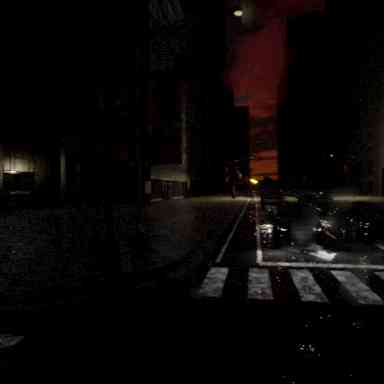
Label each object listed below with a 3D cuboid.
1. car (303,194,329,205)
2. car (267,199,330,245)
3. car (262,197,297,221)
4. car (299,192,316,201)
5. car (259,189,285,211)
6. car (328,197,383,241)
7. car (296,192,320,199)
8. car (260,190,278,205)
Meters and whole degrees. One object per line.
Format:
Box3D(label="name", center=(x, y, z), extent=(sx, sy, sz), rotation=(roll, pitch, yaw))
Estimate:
Box3D(label="car", center=(9.553, 1.107, 24.148), extent=(1.812, 1.442, 4.674), rotation=(-1, 1, 11))
Box3D(label="car", center=(4.380, 1.270, 14.373), extent=(1.837, 1.490, 4.892), rotation=(-1, 1, 11))
Box3D(label="car", center=(6.121, 1.234, 23.472), extent=(1.895, 1.301, 4.718), rotation=(-1, 1, 11))
Box3D(label="car", center=(18.625, 0.676, 53.739), extent=(1.994, 1.385, 4.181), rotation=(-1, 1, 11))
Box3D(label="car", center=(7.970, 0.713, 33.202), extent=(2.150, 2.045, 5.566), rotation=(-1, 1, 11))
Box3D(label="car", center=(7.830, 1.192, 15.029), extent=(1.882, 1.535, 5.008), rotation=(-1, 1, 11))
Box3D(label="car", center=(11.435, 1.003, 33.981), extent=(1.994, 1.385, 4.181), rotation=(-1, 1, 11))
Box3D(label="car", center=(9.917, 0.698, 43.279), extent=(2.097, 1.767, 4.553), rotation=(-1, 1, 10))
